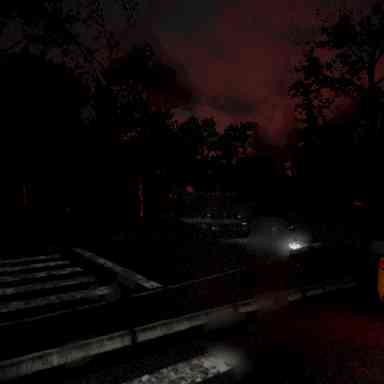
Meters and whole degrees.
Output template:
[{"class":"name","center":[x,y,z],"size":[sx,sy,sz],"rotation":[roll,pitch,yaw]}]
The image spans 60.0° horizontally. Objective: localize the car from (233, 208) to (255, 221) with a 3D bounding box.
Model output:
[{"class":"car","center":[6.369,2.664,39.568],"size":[2.128,1.511,4.902],"rotation":[2,-3,26]}]

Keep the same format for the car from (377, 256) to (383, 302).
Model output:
[{"class":"car","center":[5.790,1.554,6.691],"size":[5.008,1.535,1.882],"rotation":[2,-1,-32]}]

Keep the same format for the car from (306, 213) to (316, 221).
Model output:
[{"class":"car","center":[17.008,3.820,52.979],"size":[5.357,1.411,2.033],"rotation":[4,-2,-15]}]

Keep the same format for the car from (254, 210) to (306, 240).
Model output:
[{"class":"car","center":[5.103,1.796,18.833],"size":[1.837,1.490,4.892],"rotation":[4,-2,23]}]

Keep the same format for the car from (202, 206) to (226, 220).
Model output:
[{"class":"car","center":[2.617,2.420,38.558],"size":[2.128,1.511,4.902],"rotation":[2,-2,19]}]
